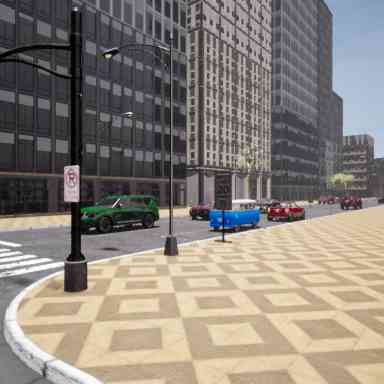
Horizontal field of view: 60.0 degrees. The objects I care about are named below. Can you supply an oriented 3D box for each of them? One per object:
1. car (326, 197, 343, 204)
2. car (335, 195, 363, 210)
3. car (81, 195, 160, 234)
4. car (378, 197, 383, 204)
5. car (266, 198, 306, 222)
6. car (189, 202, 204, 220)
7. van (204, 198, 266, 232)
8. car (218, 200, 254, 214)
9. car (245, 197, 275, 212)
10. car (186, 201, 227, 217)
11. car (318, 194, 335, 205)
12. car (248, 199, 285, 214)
[{"bbox_3d":[28.696,1.625,66.862,2.008,1.369,4.403,0,0,38],"label":"car"},{"bbox_3d":[21.305,1.368,44.439,2.192,1.841,5.009,0,0,38],"label":"car"},{"bbox_3d":[-4.399,1.238,20.035,2.150,2.045,5.566,0,0,39],"label":"car"},{"bbox_3d":[38.332,1.658,66.437,1.947,1.339,4.313,0,0,38],"label":"car"},{"bbox_3d":[7.684,1.472,26.839,1.967,1.590,4.097,0,0,38],"label":"car"},{"bbox_3d":[1.819,1.624,28.102,1.895,1.301,4.718,0,0,38],"label":"car"},{"bbox_3d":[2.704,1.368,20.224,1.690,1.788,3.998,0,0,38],"label":"van"},{"bbox_3d":[4.858,1.571,36.064,1.887,1.381,4.507,0,0,38],"label":"car"},{"bbox_3d":[8.263,1.471,40.463,1.967,1.590,4.097,0,0,38],"label":"car"},{"bbox_3d":[1.452,1.604,31.663,1.802,1.307,4.206,0,0,38],"label":"car"},{"bbox_3d":[25.291,1.381,62.463,2.192,1.841,5.009,0,0,38],"label":"car"},{"bbox_3d":[8.206,1.523,36.337,2.128,1.511,4.902,0,0,38],"label":"car"}]
